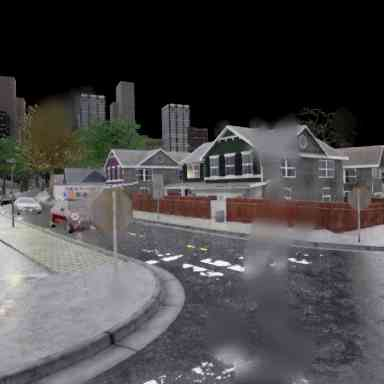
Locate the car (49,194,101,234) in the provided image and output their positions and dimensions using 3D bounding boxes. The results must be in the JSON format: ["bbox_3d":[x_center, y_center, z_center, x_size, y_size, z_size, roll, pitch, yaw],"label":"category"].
[{"bbox_3d":[-6.334,1.190,18.456,2.097,1.767,4.553,-2,2,-38],"label":"car"}]

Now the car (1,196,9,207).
[{"bbox_3d":[-23.561,1.131,42.937,1.895,1.301,4.718,-2,1,-31],"label":"car"}]

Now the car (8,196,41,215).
[{"bbox_3d":[-14.903,1.224,29.870,1.812,1.442,4.674,-2,2,-35],"label":"car"}]

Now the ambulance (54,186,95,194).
[{"bbox_3d":[-10.491,0.699,28.791,2.351,2.431,6.366,-2,2,-37],"label":"ambulance"}]
